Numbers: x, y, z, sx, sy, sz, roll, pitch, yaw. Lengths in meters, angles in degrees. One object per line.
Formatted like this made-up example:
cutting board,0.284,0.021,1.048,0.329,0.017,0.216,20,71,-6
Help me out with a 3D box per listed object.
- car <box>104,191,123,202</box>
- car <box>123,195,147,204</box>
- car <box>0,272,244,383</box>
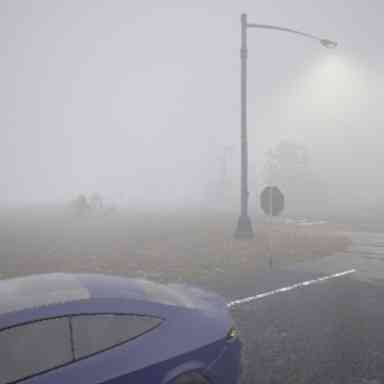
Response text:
car,-14.547,0.901,62.190,2.150,2.045,5.566,0,0,-34
car,-8.968,1.265,53.874,1.994,1.385,4.181,0,0,-33
car,-1.618,1.525,2.727,4.674,1.442,1.812,-1,0,-35
